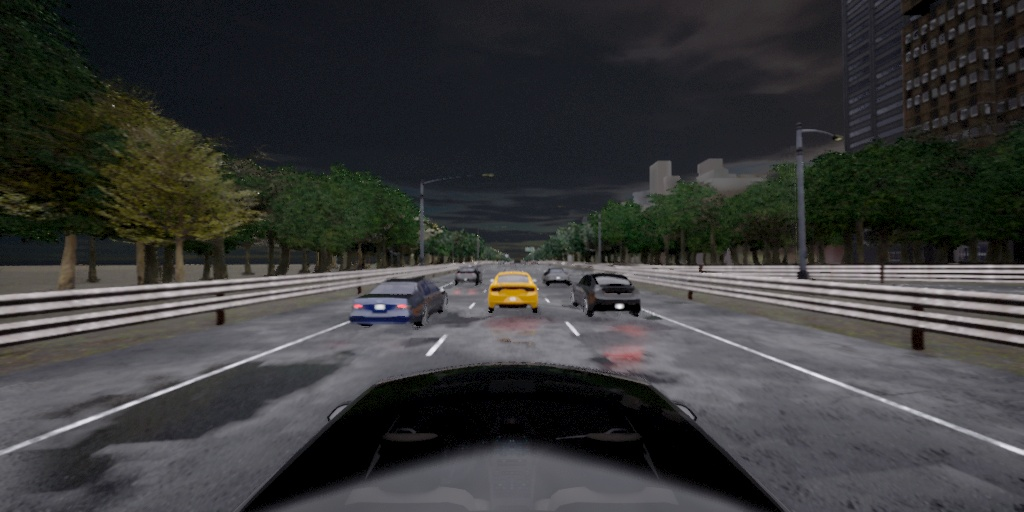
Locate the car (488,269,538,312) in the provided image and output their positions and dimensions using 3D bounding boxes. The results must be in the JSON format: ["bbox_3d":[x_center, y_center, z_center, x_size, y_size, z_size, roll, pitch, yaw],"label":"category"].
[{"bbox_3d":[0.058,1.404,15.242,1.882,1.535,5.008,0,-1,1],"label":"car"}]

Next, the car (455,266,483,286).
[{"bbox_3d":[-3.447,1.587,29.147,2.128,1.511,4.902,0,-1,1],"label":"car"}]

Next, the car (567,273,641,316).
[{"bbox_3d":[3.548,1.419,14.171,1.837,1.490,4.892,0,0,1],"label":"car"}]

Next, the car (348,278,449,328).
[{"bbox_3d":[-3.471,1.432,11.975,2.033,1.411,5.357,0,-1,0],"label":"car"}]

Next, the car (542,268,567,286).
[{"bbox_3d":[3.557,1.663,29.398,1.994,1.385,4.181,0,0,0],"label":"car"}]
